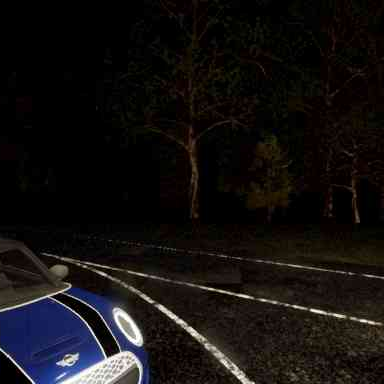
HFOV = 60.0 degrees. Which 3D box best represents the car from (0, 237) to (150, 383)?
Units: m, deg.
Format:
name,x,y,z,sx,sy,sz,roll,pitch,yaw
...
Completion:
name,x,y,z,sx,sy,sz,roll,pitch,yaw
car,-2.634,1.338,3.757,4.553,1.767,2.097,1,0,35
